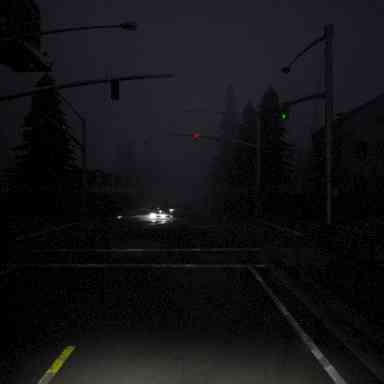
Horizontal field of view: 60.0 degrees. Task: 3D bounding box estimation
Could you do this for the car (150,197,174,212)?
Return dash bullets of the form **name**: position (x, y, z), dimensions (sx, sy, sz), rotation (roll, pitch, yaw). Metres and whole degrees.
- **car**: position (-3.618, 1.491, 38.108), dimensions (2.128, 1.511, 4.902), rotation (0, 0, 0)
